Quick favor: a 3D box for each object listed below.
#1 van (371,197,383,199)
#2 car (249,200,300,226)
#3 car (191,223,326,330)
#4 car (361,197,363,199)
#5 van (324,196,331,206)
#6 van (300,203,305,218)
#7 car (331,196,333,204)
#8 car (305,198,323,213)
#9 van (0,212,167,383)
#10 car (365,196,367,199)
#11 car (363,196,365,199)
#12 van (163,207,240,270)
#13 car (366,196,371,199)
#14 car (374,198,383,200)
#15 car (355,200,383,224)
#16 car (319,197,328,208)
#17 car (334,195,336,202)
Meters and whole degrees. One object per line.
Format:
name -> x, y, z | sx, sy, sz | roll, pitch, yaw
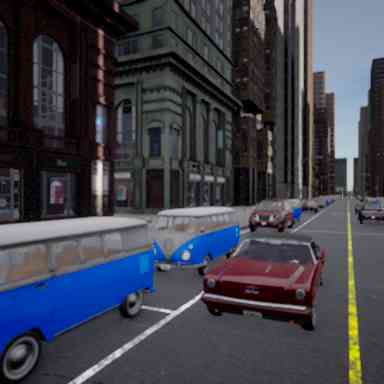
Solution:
van -> 27.103, 1.657, 47.535 | 1.690, 1.788, 3.998 | 0, 0, 25
car -> 5.015, 1.419, 20.529 | 2.192, 1.841, 5.009 | 0, 0, 25
car -> 1.846, 1.637, 7.281 | 1.895, 1.301, 4.718 | 0, 0, 24
car -> 41.468, 1.966, 78.149 | 1.967, 1.590, 4.097 | 0, 0, 25
van -> 24.169, 1.714, 61.351 | 1.690, 1.788, 3.998 | 0, 0, 25
van -> 7.409, 1.477, 25.631 | 1.690, 1.788, 3.998 | 0, 0, 25
car -> 26.563, 1.974, 66.453 | 1.947, 1.339, 4.313 | 0, 0, 25
car -> 14.591, 1.779, 40.939 | 1.887, 1.381, 4.507 | 0, 0, 25
van -> -2.168, 1.354, 5.221 | 1.690, 1.788, 3.998 | 0, 0, 25
car -> 34.358, 1.947, 62.996 | 1.752, 1.417, 4.829 | 0, 0, 25
car -> 36.680, 2.006, 67.944 | 2.008, 1.369, 4.403 | 0, 0, 25
van -> 0.226, 1.384, 10.324 | 1.690, 1.788, 3.998 | 0, 0, 25
car -> 31.891, 1.826, 57.740 | 1.967, 1.590, 4.097 | 0, 0, 25
car -> 24.781, 1.808, 42.586 | 1.752, 1.417, 4.829 | 0, 0, 25
car -> 14.159, 1.655, 26.245 | 2.128, 1.511, 4.902 | 0, 0, 25
car -> 19.380, 1.869, 51.144 | 1.947, 1.339, 4.313 | 0, 0, 25
car -> 31.352, 1.793, 76.660 | 2.192, 1.841, 5.009 | 0, 0, 25
